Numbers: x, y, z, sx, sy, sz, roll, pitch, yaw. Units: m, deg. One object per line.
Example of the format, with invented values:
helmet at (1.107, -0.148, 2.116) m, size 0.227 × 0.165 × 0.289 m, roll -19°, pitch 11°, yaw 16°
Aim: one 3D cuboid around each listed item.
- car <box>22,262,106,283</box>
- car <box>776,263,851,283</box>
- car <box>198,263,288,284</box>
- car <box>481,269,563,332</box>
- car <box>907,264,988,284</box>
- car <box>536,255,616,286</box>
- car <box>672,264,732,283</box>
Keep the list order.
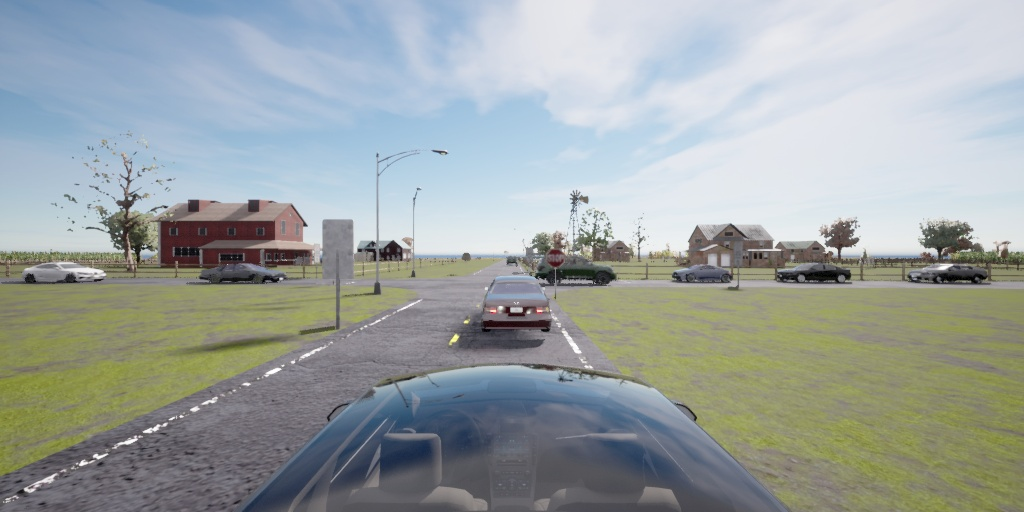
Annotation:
car at (-32.166, 1.184, 25.769) m, size 4.674 × 1.442 × 1.812 m, roll 0°, pitch 0°, yaw 0°
car at (23.708, 1.308, 28.278) m, size 5.008 × 1.535 × 1.882 m, roll 0°, pitch 0°, yaw 0°
car at (-19.163, 1.241, 25.656) m, size 5.357 × 1.411 × 2.033 m, roll 0°, pitch 0°, yaw 0°
car at (0.100, 1.297, 10.823) m, size 2.033 × 1.411 × 5.357 m, roll 0°, pitch 0°, yaw 0°
car at (34.117, 1.367, 28.186) m, size 4.902 × 1.511 × 2.128 m, roll 0°, pitch 0°, yaw 1°
car at (4.459, 0.982, 25.475) m, size 5.566 × 2.045 × 2.150 m, roll 0°, pitch 0°, yaw 0°
car at (14.941, 1.361, 28.339) m, size 4.181 × 1.385 × 1.994 m, roll 0°, pitch 0°, yaw 1°
